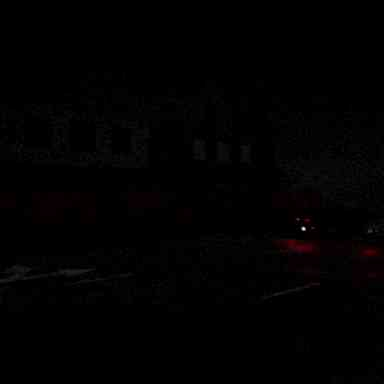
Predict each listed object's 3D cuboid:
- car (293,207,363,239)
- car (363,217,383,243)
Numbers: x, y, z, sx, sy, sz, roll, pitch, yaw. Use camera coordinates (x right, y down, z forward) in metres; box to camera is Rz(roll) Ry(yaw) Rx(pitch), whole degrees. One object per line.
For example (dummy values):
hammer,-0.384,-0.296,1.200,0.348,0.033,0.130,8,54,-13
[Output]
car,7.431,1.557,17.686,4.892,1.490,1.837,0,0,-36
car,10.047,1.581,15.231,4.674,1.442,1.812,0,0,-35
